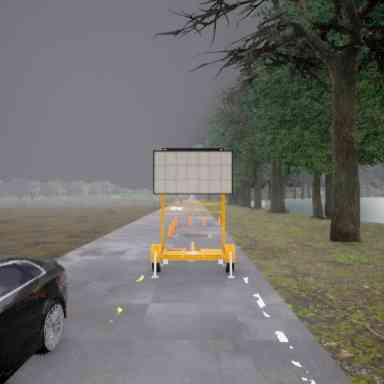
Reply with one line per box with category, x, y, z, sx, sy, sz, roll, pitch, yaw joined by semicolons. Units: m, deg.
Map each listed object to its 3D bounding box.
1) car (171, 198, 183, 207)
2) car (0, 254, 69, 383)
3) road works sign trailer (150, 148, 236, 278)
car;-2.558;1.725;56.869;2.128;1.511;4.902;0;0;0
car;-2.840;1.493;3.293;2.128;1.511;4.902;0;0;0
road works sign trailer;0.033;0.475;10.124;2.380;3.560;2.880;0;0;0
